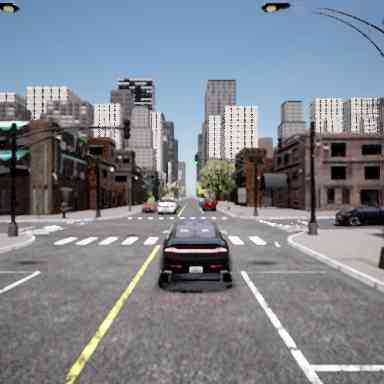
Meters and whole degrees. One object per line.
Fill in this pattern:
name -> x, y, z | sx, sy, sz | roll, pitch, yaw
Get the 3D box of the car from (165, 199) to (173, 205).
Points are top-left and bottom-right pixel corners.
car -> -5.755, 2.606, 83.829 | 1.752, 1.417, 4.829 | 0, -1, 0

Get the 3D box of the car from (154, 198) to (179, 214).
car -> -3.119, 1.748, 42.393 | 2.150, 2.045, 5.566 | 0, -1, 0

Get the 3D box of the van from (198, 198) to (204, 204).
van -> 2.616, 2.581, 95.058 | 1.690, 1.788, 3.998 | 0, -1, 0

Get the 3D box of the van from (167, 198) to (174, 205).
van -> -5.759, 2.502, 89.526 | 1.690, 1.788, 3.998 | 0, -1, 0

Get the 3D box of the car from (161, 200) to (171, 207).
car -> -5.746, 2.513, 72.949 | 1.802, 1.307, 4.206 | 0, -1, 0

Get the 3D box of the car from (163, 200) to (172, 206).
car -> -5.751, 2.589, 78.473 | 1.802, 1.307, 4.206 | 0, -1, 0

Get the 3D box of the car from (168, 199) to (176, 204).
car -> -5.764, 2.790, 95.049 | 2.008, 1.369, 4.403 | 0, -1, 0

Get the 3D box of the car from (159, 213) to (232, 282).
car -> 0.093, 1.616, 10.161 | 2.128, 1.511, 4.902 | 0, -1, 0

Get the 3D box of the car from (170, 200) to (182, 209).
car -> -3.049, 2.341, 62.771 | 2.033, 1.411, 5.357 | 0, -1, 0

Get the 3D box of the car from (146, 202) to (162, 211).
car -> -5.729, 2.202, 50.849 | 1.947, 1.339, 4.313 | 0, -1, 0

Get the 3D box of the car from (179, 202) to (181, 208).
car -> -3.108, 2.221, 52.439 | 1.994, 1.385, 4.181 | 0, -1, 0

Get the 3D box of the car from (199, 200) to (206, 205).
car -> 2.625, 2.665, 84.005 | 1.802, 1.307, 4.206 | 0, -1, 0

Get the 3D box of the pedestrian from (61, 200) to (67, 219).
pedestrian -> -12.536, 1.686, 32.585 | 0.375, 1.860, 0.375 | 0, 0, 0

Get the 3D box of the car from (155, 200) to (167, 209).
car -> -5.737, 2.305, 61.730 | 1.752, 1.417, 4.829 | 0, -1, 0

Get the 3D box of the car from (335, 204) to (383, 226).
car -> 12.535, 1.687, 23.827 | 4.181, 1.385, 1.994 | -1, -1, -1

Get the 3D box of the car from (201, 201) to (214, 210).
car -> 2.647, 2.275, 56.382 | 1.947, 1.339, 4.313 | 0, -1, 0

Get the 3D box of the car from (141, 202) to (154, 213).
car -> -5.812, 2.109, 45.329 | 1.887, 1.381, 4.507 | 0, -1, 0

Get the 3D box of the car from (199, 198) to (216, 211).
car -> 2.652, 1.951, 50.860 | 2.192, 1.841, 5.009 | 0, -1, 0
